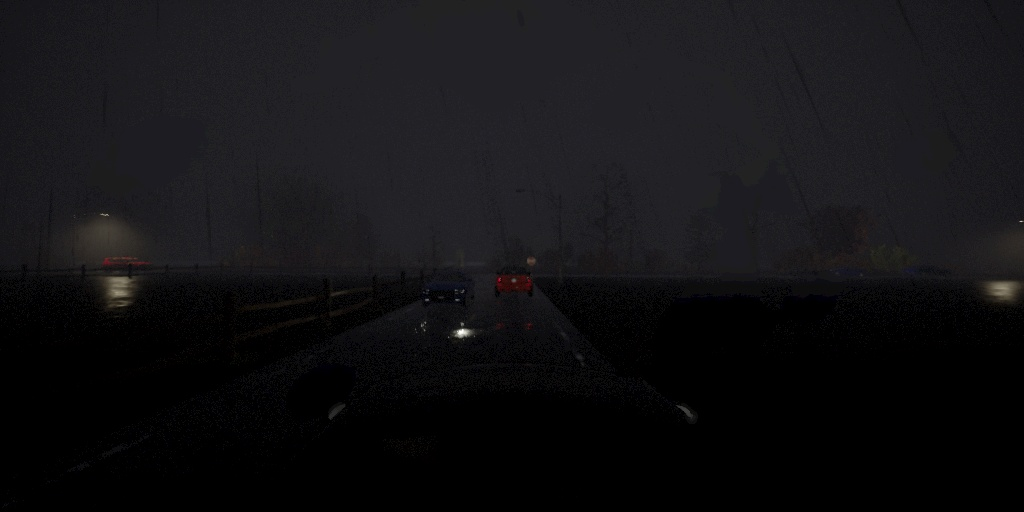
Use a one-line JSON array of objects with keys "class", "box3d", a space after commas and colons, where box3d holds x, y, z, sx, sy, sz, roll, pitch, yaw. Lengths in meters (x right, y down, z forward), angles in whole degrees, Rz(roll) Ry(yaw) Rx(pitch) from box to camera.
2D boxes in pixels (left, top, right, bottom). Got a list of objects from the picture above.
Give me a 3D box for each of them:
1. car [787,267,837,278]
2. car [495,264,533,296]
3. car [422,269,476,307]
[{"class": "car", "box3d": [39.146, 2.232, 47.121, 4.718, 1.301, 1.895, 0, 0, 0]}, {"class": "car", "box3d": [0.106, 1.346, 21.266, 2.097, 1.767, 4.553, 0, -1, 0]}, {"class": "car", "box3d": [-2.842, 1.418, 16.901, 1.882, 1.535, 5.008, 0, -1, 0]}]
